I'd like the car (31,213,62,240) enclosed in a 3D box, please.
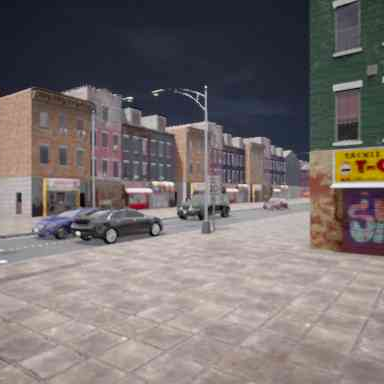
[{"bbox_3d":[-5.932,1.529,17.452,1.812,1.442,4.674,0,0,36],"label":"car"}]

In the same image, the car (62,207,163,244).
[{"bbox_3d":[-3.415,1.503,16.065,1.837,1.490,4.892,0,0,36],"label":"car"}]

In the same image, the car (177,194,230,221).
[{"bbox_3d":[1.088,1.164,27.245,2.150,2.045,5.566,0,0,36],"label":"car"}]

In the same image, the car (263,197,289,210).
[{"bbox_3d":[10.103,1.388,39.806,1.812,1.442,4.674,0,0,36],"label":"car"}]
